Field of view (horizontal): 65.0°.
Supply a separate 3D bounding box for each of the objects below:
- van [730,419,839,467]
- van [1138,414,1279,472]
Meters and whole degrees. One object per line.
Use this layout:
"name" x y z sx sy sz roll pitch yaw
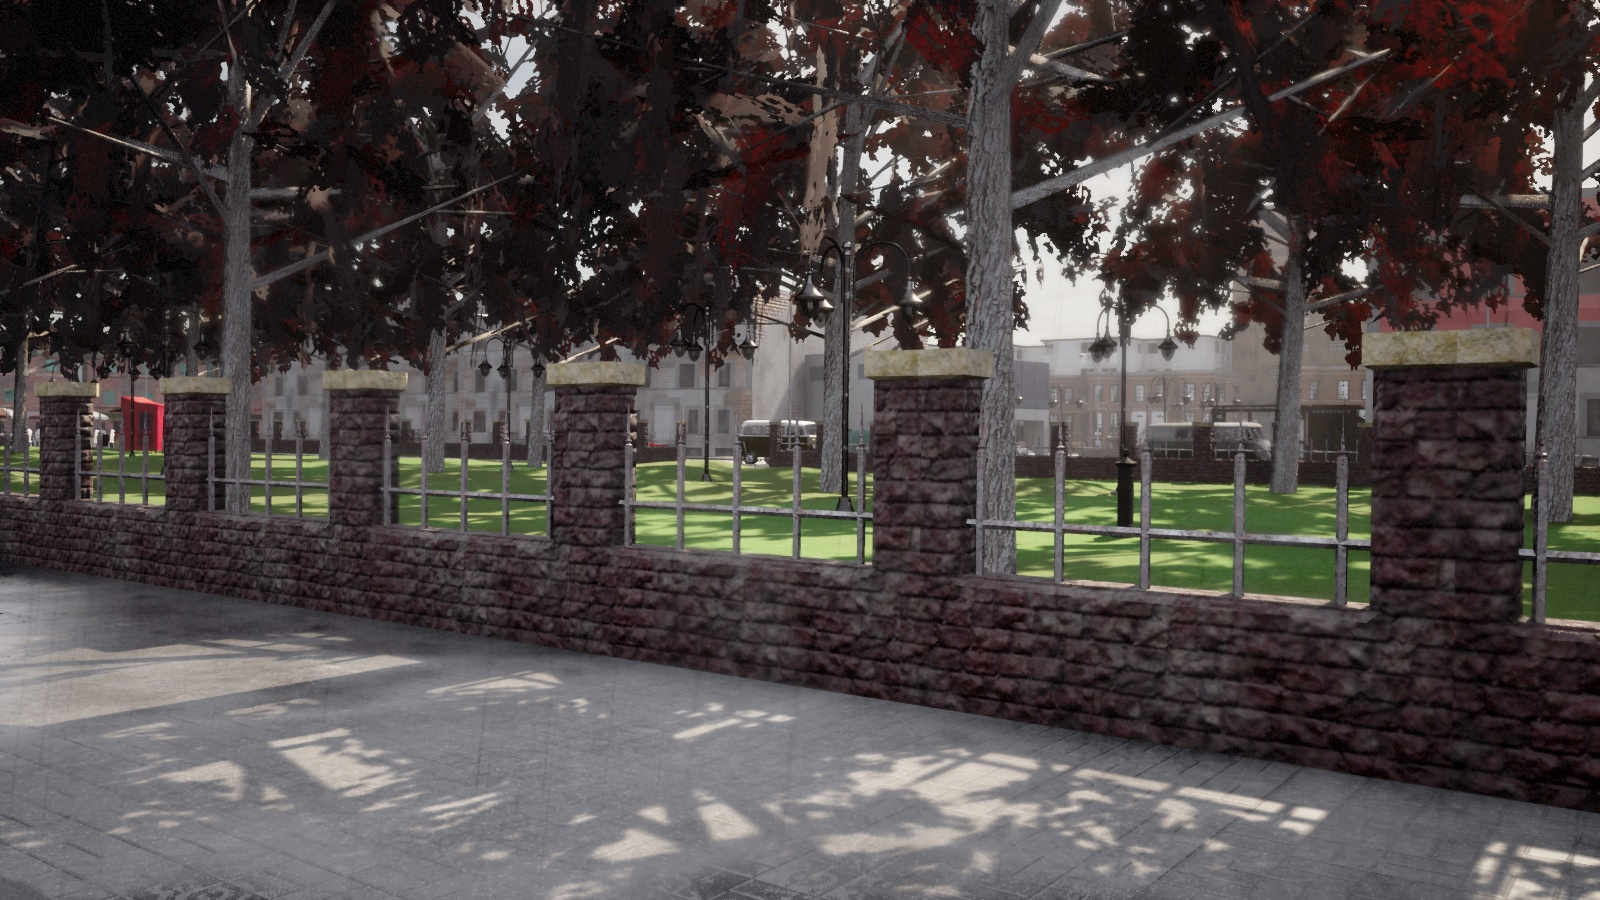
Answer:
"van" -0.710 -0.301 56.096 4.480 2.038 2.069 0 1 37
"van" 14.553 -0.260 44.835 4.442 1.987 1.775 0 1 36
